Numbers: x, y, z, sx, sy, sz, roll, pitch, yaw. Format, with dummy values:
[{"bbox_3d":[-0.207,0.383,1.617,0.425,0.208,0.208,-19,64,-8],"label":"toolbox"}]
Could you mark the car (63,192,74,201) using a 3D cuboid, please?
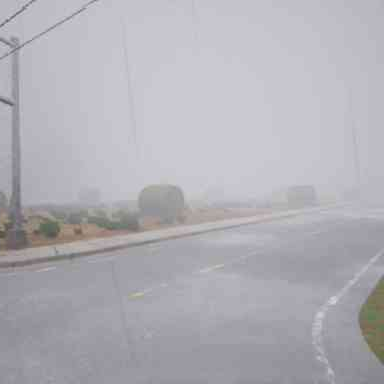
[{"bbox_3d":[-28.730,0.906,77.679,1.905,1.878,3.866,5,1,-9],"label":"car"}]
